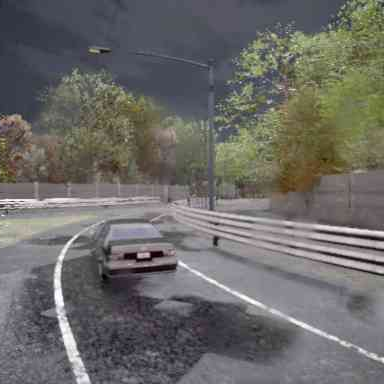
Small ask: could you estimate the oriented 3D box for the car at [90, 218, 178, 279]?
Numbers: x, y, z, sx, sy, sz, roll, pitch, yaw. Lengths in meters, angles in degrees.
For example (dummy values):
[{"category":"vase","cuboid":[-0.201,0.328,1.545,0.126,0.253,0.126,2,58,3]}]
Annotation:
[{"category":"car","cuboid":[-1.985,1.508,10.065,2.033,1.411,5.357,0,0,-20]}]
